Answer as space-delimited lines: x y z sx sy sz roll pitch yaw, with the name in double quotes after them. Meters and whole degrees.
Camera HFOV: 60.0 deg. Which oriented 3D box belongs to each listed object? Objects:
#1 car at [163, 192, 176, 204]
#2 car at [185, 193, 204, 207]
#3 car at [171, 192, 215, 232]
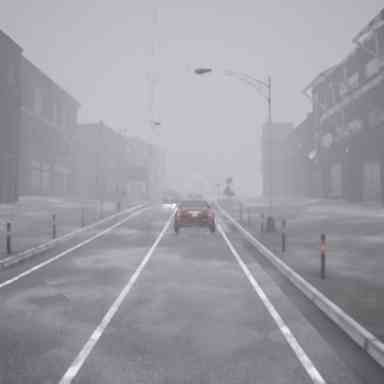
-2.536 0.700 42.761 2.128 1.511 4.902 0 0 4 "car"
0.368 0.812 37.559 2.033 1.411 5.357 0 1 2 "car"
0.140 1.102 18.717 2.097 1.767 4.553 0 2 0 "car"
